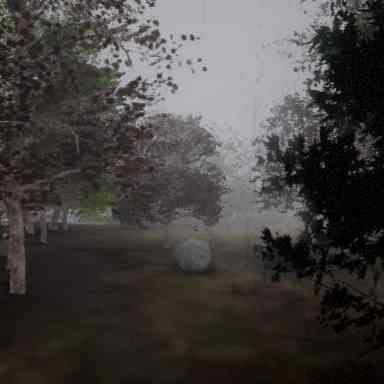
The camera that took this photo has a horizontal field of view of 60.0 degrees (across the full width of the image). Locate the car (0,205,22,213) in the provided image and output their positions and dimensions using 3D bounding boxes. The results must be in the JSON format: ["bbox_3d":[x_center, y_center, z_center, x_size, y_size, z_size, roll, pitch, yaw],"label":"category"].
[{"bbox_3d":[-44.078,4.106,81.092,2.002,1.452,4.674,0,1,19],"label":"car"}]

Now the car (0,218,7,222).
[{"bbox_3d":[-22.824,4.357,40.198,5.566,2.045,2.435,2,1,17],"label":"car"}]

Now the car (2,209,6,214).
[{"bbox_3d":[-32.675,4.135,55.310,5.566,2.045,2.435,0,0,17],"label":"car"}]
